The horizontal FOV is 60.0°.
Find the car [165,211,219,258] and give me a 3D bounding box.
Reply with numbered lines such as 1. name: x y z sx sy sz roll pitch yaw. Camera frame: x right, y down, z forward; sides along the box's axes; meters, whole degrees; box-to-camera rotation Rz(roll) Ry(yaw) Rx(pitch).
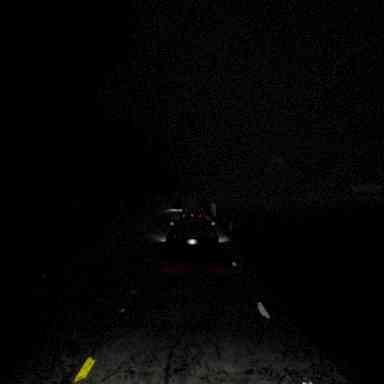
1. car: 0.024 1.698 13.421 1.994 1.385 4.181 0 0 0

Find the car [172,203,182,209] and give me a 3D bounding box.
1. car: -2.735 2.706 64.569 1.895 1.301 4.718 0 -1 1

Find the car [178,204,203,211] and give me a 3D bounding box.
1. car: 0.031 1.916 28.272 1.895 1.301 4.718 0 -1 0
